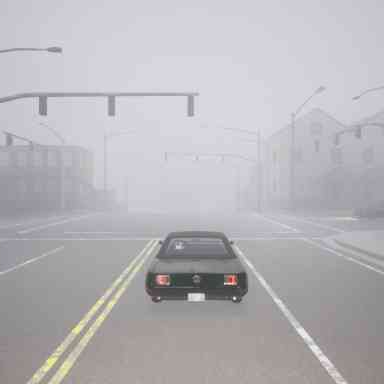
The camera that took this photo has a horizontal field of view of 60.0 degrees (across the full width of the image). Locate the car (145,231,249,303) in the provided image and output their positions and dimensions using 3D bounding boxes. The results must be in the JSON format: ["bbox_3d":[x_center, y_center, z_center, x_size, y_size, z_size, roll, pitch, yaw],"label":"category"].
[{"bbox_3d":[0.103,1.601,8.187,1.895,1.301,4.718,0,0,0],"label":"car"}]

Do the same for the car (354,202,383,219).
[{"bbox_3d":[16.029,1.564,28.152,4.181,1.385,1.994,0,0,0],"label":"car"}]
